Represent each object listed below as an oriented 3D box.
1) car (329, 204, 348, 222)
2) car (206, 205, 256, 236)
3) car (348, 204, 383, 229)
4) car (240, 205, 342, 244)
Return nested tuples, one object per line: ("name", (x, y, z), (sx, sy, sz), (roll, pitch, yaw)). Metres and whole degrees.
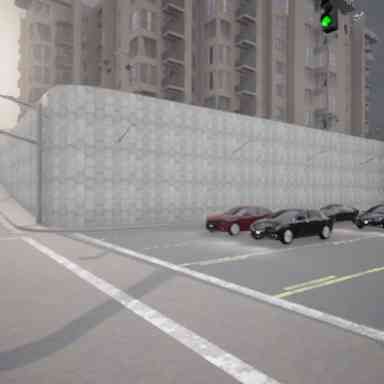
("car", (10.625, 1.614, 24.531), (4.674, 1.442, 1.812), (0, 0, -35))
("car", (3.038, 1.529, 19.084), (5.008, 1.535, 1.882), (0, 0, -36))
("car", (12.494, 1.592, 21.545), (4.892, 1.490, 1.837), (0, 0, -36))
("car", (4.897, 1.556, 16.121), (4.892, 1.490, 1.837), (0, 0, -35))
